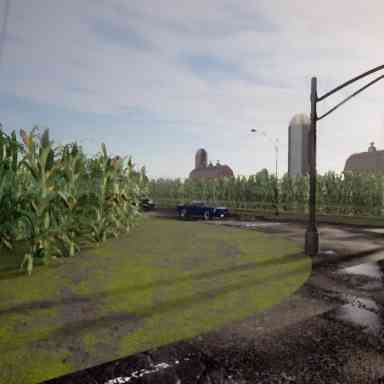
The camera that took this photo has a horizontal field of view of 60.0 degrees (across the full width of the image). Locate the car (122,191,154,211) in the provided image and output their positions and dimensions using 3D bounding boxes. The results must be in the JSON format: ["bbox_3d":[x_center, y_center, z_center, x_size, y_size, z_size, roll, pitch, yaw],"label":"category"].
[{"bbox_3d":[-6.119,0.930,35.118,2.150,2.045,5.566,2,0,-37],"label":"car"}]

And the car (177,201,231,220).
[{"bbox_3d":[0.880,1.400,26.089,1.895,1.301,4.718,2,0,-38],"label":"car"}]
